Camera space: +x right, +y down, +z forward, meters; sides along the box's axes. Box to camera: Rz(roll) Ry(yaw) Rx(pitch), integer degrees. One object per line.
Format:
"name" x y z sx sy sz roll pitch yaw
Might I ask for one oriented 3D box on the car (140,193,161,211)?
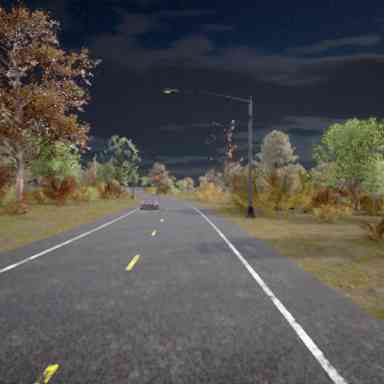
"car" -4.832 1.182 38.606 2.097 1.767 4.553 0 0 -3
